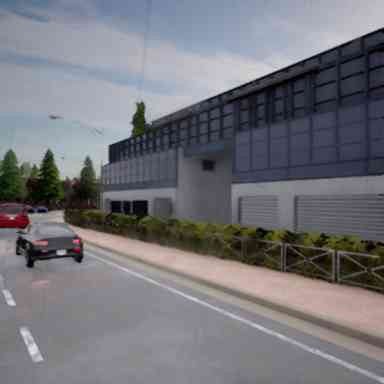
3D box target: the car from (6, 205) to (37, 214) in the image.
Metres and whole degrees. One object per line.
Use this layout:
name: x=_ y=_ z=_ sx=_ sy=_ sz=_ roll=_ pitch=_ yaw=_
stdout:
car: x=-29.057 y=2.980 z=56.897 sx=2.128 sy=1.511 sz=4.902 roll=0 pitch=-2 yaw=12

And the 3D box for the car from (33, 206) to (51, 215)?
car: x=-25.800 y=3.065 z=55.546 sx=1.895 sy=1.301 sz=4.718 roll=0 pitch=-2 yaw=12

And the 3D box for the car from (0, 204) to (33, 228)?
car: x=-13.242 y=1.855 z=24.176 sx=2.150 sy=2.045 sz=5.566 roll=1 pitch=-2 yaw=-32

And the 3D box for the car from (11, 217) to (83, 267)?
car: x=-5.562 y=1.872 z=12.805 sx=1.812 sy=1.442 sz=4.674 roll=1 pitch=-2 yaw=-34
